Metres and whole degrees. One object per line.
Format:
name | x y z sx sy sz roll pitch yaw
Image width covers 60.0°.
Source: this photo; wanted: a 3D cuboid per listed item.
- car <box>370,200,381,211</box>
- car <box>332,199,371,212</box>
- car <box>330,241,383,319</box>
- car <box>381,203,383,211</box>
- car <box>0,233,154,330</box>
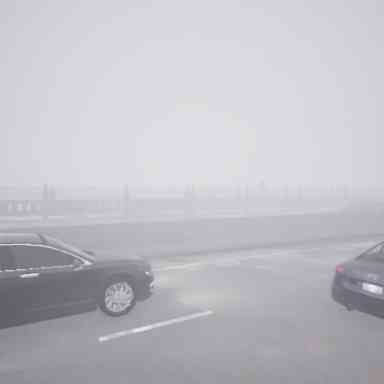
car | 17.595 1.392 27.606 4.674 1.442 1.812 0 0 -17
car | 15.136 1.350 30.450 4.902 1.511 2.128 0 0 -19
car | 4.669 1.532 6.413 4.181 1.385 1.994 0 0 -30
car | 16.276 1.376 23.459 4.902 1.511 2.128 0 0 -19
car | -3.010 1.484 5.757 4.892 1.490 1.837 0 0 -35
